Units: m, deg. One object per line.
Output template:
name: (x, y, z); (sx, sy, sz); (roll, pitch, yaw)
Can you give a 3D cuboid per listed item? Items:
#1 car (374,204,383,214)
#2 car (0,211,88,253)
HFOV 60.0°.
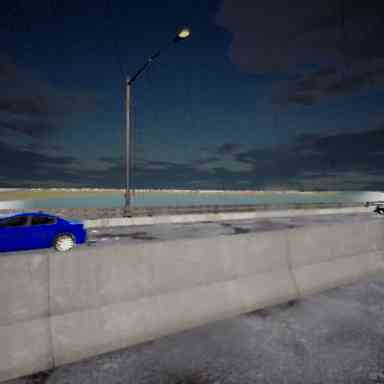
car: (22.229, 1.716, 36.667); (5.357, 1.411, 2.033); (0, 0, -34)
car: (-6.455, 1.484, 12.277); (5.008, 1.535, 1.882); (0, 0, -35)
